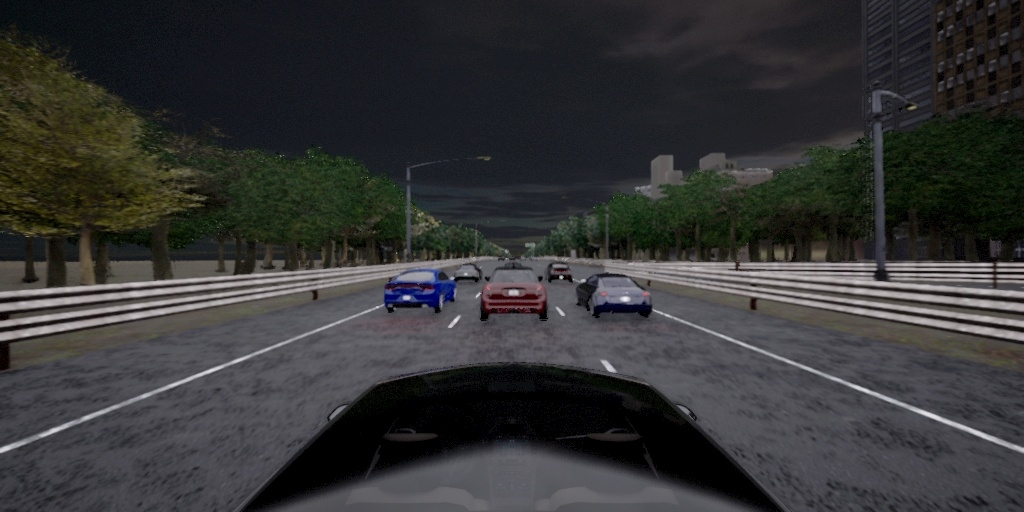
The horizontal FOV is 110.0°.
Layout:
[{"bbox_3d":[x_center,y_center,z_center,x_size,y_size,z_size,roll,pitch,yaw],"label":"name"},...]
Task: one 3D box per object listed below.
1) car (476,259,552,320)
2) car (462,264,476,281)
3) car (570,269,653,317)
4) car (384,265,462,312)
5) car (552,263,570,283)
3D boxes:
[{"bbox_3d":[0.067,1.113,12.801,2.097,1.767,4.553,0,0,0],"label":"car"},{"bbox_3d":[-3.427,1.315,28.647,1.994,1.385,4.181,0,0,0],"label":"car"},{"bbox_3d":[3.571,1.326,13.277,1.994,1.385,4.181,0,0,0],"label":"car"},{"bbox_3d":[-3.424,1.242,14.206,1.882,1.535,5.008,0,-1,0],"label":"car"},{"bbox_3d":[3.571,1.260,28.170,1.837,1.490,4.892,0,1,0],"label":"car"}]
